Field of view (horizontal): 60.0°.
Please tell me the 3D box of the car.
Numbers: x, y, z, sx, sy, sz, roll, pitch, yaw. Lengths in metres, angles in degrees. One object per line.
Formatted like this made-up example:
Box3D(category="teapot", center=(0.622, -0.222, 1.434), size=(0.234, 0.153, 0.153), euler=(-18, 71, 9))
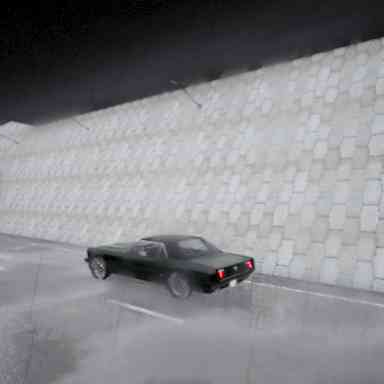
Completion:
Box3D(category="car", center=(-0.822, 1.815, 8.975), size=(4.718, 1.301, 1.895), euler=(0, -2, 38))
